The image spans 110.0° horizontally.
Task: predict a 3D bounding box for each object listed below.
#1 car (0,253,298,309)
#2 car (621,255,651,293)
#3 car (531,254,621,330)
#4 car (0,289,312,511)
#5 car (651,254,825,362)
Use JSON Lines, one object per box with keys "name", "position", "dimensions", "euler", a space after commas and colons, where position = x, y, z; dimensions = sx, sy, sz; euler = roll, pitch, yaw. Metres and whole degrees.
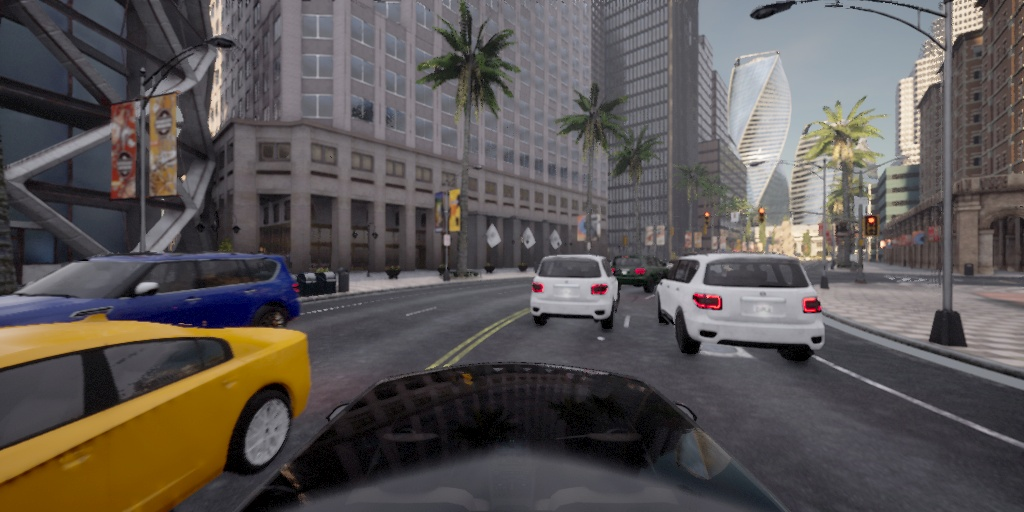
{"name": "car", "position": [-6.453, 0.953, 6.383], "dimensions": [2.150, 2.045, 5.566], "euler": [0, 0, 9]}
{"name": "car", "position": [7.604, 0.968, 21.046], "dimensions": [2.150, 2.045, 5.566], "euler": [0, 0, 39]}
{"name": "car", "position": [2.187, 0.968, 11.429], "dimensions": [2.150, 2.045, 5.566], "euler": [0, 0, 18]}
{"name": "car", "position": [-3.307, 1.220, 1.984], "dimensions": [1.882, 1.535, 5.008], "euler": [0, 0, 4]}
{"name": "car", "position": [4.869, 0.974, 8.558], "dimensions": [2.150, 2.045, 5.566], "euler": [0, 0, 15]}
